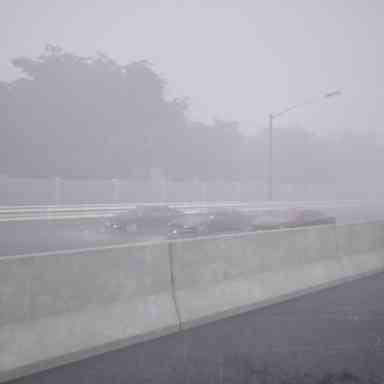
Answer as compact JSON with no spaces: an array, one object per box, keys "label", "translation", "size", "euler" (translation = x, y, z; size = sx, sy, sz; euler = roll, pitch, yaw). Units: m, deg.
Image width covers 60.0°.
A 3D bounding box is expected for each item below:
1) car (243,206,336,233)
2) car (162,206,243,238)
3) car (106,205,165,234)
[{"label":"car","translation":[5.066,1.493,16.323],"size":[5.008,1.535,1.882],"euler":[0,0,-36]},{"label":"car","translation":[1.319,1.563,17.919],"size":[5.357,1.411,2.033],"euler":[0,0,-36]},{"label":"car","translation":[-2.562,1.519,19.426],"size":[4.892,1.490,1.837],"euler":[0,0,-36]}]
